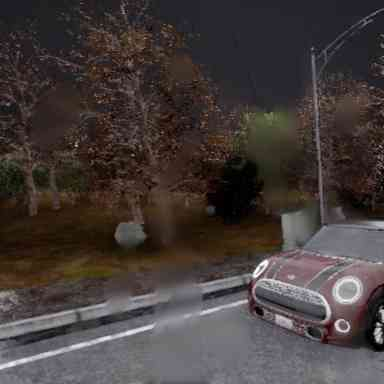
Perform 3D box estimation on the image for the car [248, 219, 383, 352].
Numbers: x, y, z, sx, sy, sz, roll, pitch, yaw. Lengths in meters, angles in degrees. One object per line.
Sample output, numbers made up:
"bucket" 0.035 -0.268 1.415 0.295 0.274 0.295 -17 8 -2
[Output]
"car" 3.193 1.342 6.290 4.553 1.767 2.097 0 0 -36
